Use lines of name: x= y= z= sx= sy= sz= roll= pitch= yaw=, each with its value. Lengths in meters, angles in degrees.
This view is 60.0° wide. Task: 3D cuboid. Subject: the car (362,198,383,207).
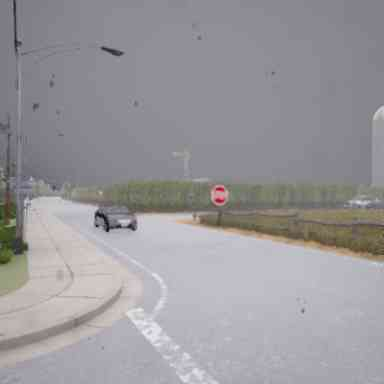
car: x=25.615 y=1.885 z=44.604 sx=4.892 sy=1.490 sz=1.837 roll=0 pitch=0 yaw=-27

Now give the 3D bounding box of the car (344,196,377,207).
car: x=24.165 y=1.599 z=47.345 sx=5.566 sy=2.045 sz=2.150 roll=0 pitch=0 yaw=-27

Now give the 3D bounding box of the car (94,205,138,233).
car: x=-4.782 y=1.569 z=20.559 sx=2.128 sy=1.511 sz=4.902 roll=1 pitch=-1 yaw=-26
